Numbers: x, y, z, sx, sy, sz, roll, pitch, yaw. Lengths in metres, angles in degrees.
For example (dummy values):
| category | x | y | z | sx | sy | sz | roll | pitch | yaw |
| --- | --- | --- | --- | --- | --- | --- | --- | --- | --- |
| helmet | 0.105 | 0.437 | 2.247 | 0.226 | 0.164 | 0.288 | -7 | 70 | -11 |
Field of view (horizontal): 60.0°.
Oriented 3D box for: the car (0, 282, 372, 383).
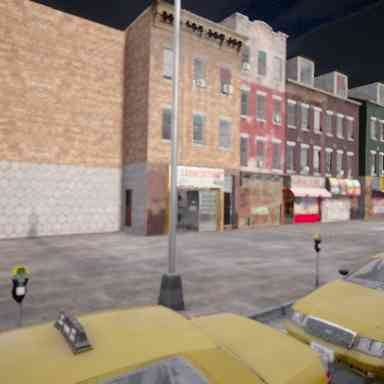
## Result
| category | x | y | z | sx | sy | sz | roll | pitch | yaw |
| --- | --- | --- | --- | --- | --- | --- | --- | --- | --- |
| car | -1.022 | 1.527 | 2.073 | 4.829 | 1.417 | 1.752 | 0 | 1 | -35 |

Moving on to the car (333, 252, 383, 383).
| category | x | y | z | sx | sy | sz | roll | pitch | yaw |
| --- | --- | --- | --- | --- | --- | --- | --- | --- | --- |
| car | 3.491 | 1.555 | 5.278 | 4.829 | 1.417 | 1.752 | 0 | 1 | -35 |
